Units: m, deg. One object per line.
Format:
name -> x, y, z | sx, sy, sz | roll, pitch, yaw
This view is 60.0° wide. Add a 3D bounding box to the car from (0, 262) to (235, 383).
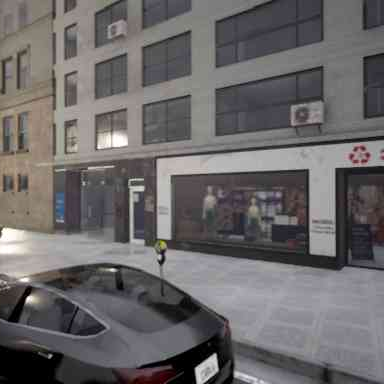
car -> -1.560, 1.572, 4.083 | 4.313, 1.339, 1.947 | 0, 0, 36
